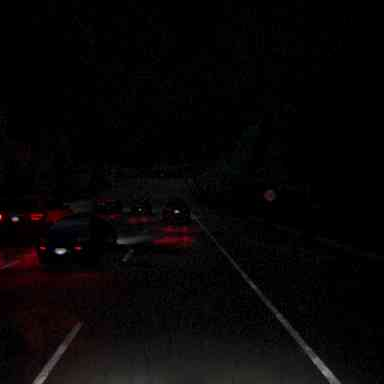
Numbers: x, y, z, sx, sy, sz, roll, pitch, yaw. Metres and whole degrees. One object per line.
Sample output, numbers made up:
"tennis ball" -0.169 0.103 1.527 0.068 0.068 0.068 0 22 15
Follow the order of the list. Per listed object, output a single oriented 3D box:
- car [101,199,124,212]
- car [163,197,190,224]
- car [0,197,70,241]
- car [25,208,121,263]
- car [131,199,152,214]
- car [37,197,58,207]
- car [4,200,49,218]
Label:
"car" -8.860 1.519 37.180 2.128 1.511 4.902 0 0 -3
"car" -1.170 1.427 25.166 2.033 1.649 4.856 0 0 -3
"car" -7.715 1.251 16.949 2.150 2.045 5.566 0 0 -3
"car" -3.947 1.540 11.969 1.812 1.442 4.674 0 0 -3
"car" -5.220 1.503 34.848 2.128 1.511 4.902 0 0 -3
"car" -24.014 1.619 55.380 1.812 1.442 4.674 0 0 -4
"car" -15.769 1.553 32.016 2.128 1.511 4.902 0 0 -3
